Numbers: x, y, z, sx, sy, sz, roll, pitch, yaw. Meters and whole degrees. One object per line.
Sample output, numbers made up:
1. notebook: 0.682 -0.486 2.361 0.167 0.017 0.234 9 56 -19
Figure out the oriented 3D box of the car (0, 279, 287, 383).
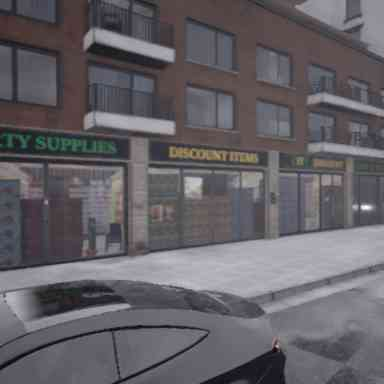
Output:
1. car: -1.240 1.526 2.479 4.674 1.442 1.812 0 0 -36
